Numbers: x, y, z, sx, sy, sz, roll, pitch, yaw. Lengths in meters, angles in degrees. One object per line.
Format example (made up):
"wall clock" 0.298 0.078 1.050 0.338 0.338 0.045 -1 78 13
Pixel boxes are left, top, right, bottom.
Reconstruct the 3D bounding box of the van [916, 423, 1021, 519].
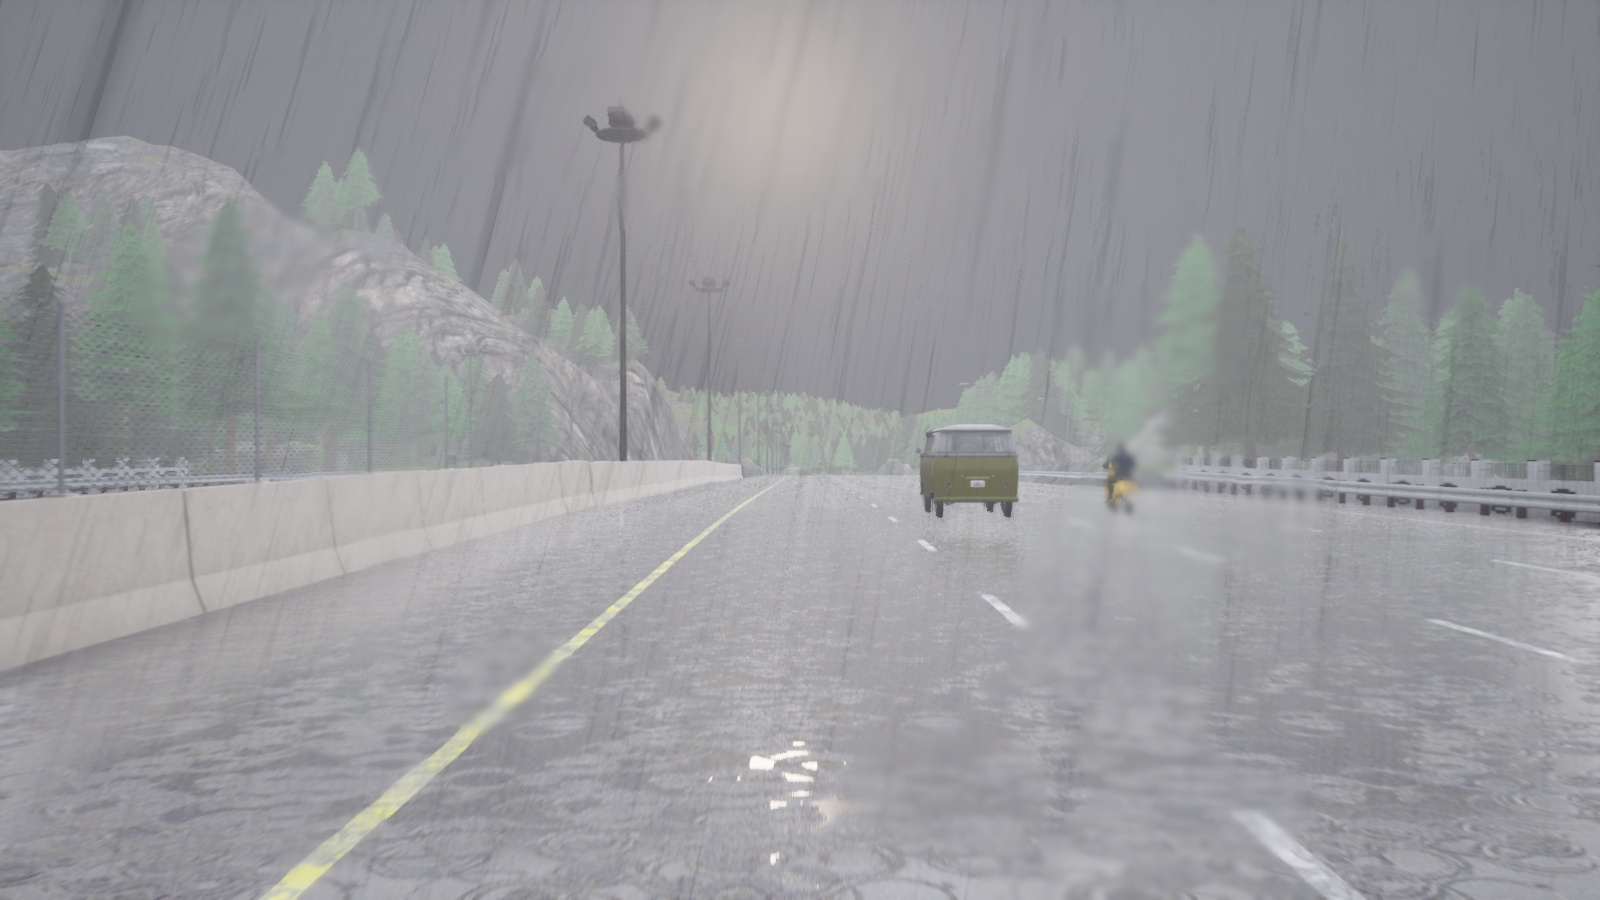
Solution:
"van" 3.675 0.448 28.050 1.775 1.987 4.442 0 0 0

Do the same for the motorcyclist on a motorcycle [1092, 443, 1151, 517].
"motorcyclist on a motorcycle" 7.175 0.653 28.102 0.866 1.590 1.817 0 0 0
